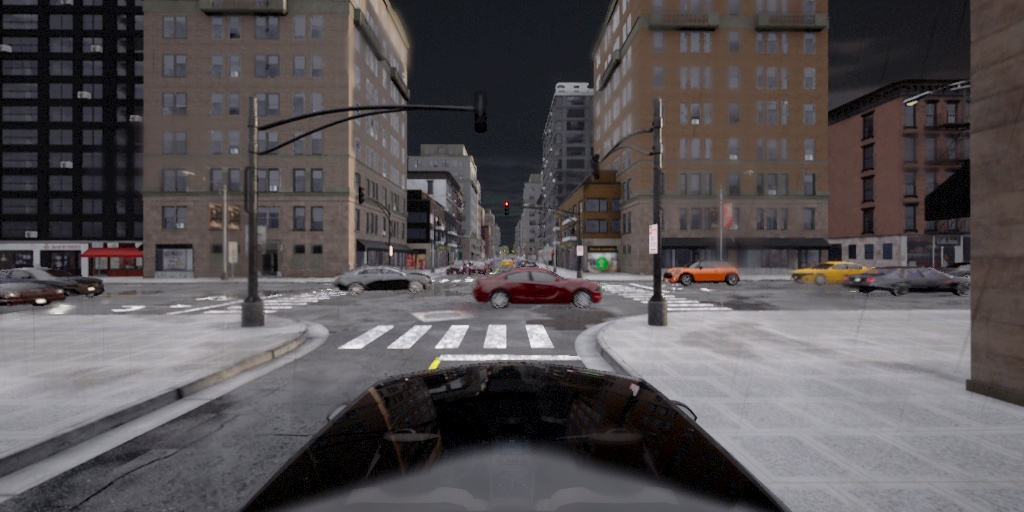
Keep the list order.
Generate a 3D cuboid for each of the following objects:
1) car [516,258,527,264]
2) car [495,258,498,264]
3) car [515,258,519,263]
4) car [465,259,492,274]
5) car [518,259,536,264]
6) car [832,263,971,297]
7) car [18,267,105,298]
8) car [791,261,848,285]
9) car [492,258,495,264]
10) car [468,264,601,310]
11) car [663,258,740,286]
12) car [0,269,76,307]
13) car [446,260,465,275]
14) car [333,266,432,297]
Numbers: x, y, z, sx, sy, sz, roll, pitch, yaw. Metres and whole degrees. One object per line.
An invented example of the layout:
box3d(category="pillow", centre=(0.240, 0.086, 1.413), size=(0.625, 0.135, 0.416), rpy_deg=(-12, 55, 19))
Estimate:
box3d(category="car", centre=(1.894, 1.386, 50.637), size=(1.802, 1.307, 4.207), rpy_deg=(0, 0, 0))
box3d(category="car", centre=(-3.637, 1.419, 57.479), size=(1.895, 1.301, 4.718), rpy_deg=(0, 0, 0))
box3d(category="car", centre=(1.849, 1.381, 56.147), size=(1.948, 1.339, 4.313), rpy_deg=(0, 0, 0))
box3d(category="car", centre=(-3.489, 1.261, 37.746), size=(1.882, 1.535, 5.008), rpy_deg=(0, 0, 0))
box3d(category="car", centre=(1.984, 1.352, 39.615), size=(1.948, 1.339, 4.313), rpy_deg=(0, 0, 0))
box3d(category="car", centre=(19.450, 1.208, 17.621), size=(5.357, 1.411, 2.033), rpy_deg=(0, 0, -1))
box3d(category="car", centre=(-22.556, 1.306, 17.062), size=(5.008, 1.535, 1.882), rpy_deg=(0, 0, -1))
box3d(category="car", centre=(21.780, 1.141, 24.353), size=(5.008, 1.535, 1.882), rpy_deg=(0, 0, -1))
box3d(category="car", centre=(-3.564, 1.304, 47.340), size=(1.837, 1.490, 4.892), rpy_deg=(0, 0, 0))
box3d(category="car", centre=(0.962, 1.208, 14.126), size=(5.008, 1.535, 1.882), rpy_deg=(0, 0, -1))
box3d(category="car", centre=(12.677, 1.053, 24.229), size=(4.553, 1.767, 2.097), rpy_deg=(0, 0, -1))
box3d(category="car", centre=(-20.869, 1.363, 13.836), size=(5.357, 1.411, 2.033), rpy_deg=(0, 0, -1))
box3d(category="car", centre=(-6.041, 1.226, 39.550), size=(1.967, 1.591, 4.097), rpy_deg=(0, 0, 0))
box3d(category="car", centre=(-6.777, 1.260, 19.020), size=(4.902, 1.511, 2.128), rpy_deg=(0, 0, -23))
